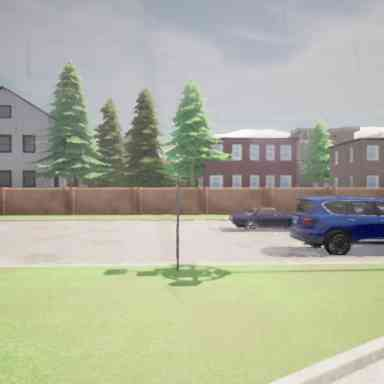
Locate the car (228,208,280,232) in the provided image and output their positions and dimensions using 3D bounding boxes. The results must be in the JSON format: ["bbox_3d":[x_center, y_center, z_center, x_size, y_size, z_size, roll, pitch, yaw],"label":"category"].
[{"bbox_3d":[4.594,1.574,19.453,4.718,1.301,1.895,0,0,-2],"label":"car"}]

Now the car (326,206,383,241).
[{"bbox_3d":[9.310,1.476,16.160,4.892,1.490,1.837,0,0,-2],"label":"car"}]

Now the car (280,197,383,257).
[{"bbox_3d":[6.518,1.198,12.531,5.566,2.045,2.150,0,0,-2],"label":"car"}]

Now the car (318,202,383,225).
[{"bbox_3d":[11.514,1.485,23.262,4.674,1.442,1.812,0,0,-3],"label":"car"}]
